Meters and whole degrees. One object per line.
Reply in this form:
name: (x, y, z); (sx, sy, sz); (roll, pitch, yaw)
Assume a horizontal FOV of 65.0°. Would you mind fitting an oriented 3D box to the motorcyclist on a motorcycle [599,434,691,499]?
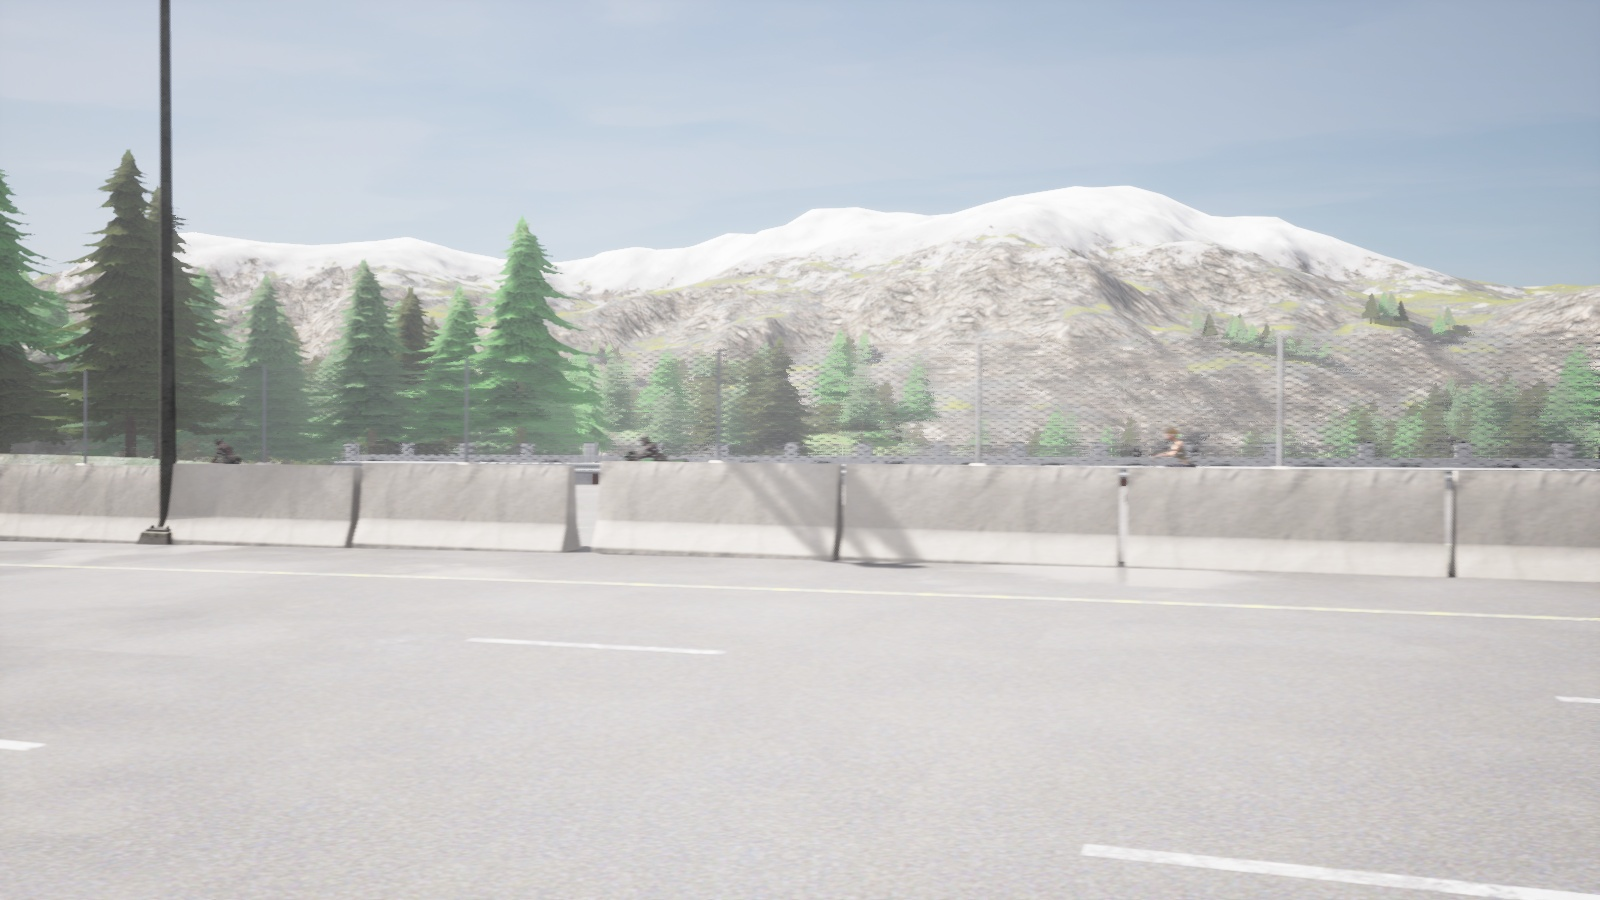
motorcyclist on a motorcycle: (-3.733, 0.384, 30.297); (2.044, 1.523, 0.797); (0, 1, 19)
